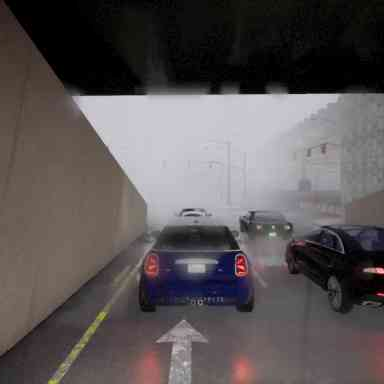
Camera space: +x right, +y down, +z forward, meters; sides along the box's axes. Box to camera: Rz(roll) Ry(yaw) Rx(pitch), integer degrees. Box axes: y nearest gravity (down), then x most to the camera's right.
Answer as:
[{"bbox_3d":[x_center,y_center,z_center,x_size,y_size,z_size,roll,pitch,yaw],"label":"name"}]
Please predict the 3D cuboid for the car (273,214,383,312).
[{"bbox_3d":[3.583,1.492,7.654,2.128,1.511,4.902,0,0,0],"label":"car"}]

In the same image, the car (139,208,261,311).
[{"bbox_3d":[0.084,1.352,7.920,2.097,1.767,4.553,0,0,0],"label":"car"}]

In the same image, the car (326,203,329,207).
[{"bbox_3d":[17.516,1.453,39.366,2.038,1.542,4.974,0,0,45],"label":"car"}]

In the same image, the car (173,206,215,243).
[{"bbox_3d":[0.069,1.526,16.972,1.812,1.442,4.674,0,0,0],"label":"car"}]

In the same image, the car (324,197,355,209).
[{"bbox_3d":[17.552,1.295,39.403,1.853,1.218,4.536,0,0,45],"label":"car"}]

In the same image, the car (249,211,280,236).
[{"bbox_3d":[3.591,1.601,16.980,1.895,1.301,4.718,0,0,0],"label":"car"}]

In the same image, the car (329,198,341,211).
[{"bbox_3d":[17.414,1.453,34.759,2.038,1.542,4.974,0,0,-35],"label":"car"}]
